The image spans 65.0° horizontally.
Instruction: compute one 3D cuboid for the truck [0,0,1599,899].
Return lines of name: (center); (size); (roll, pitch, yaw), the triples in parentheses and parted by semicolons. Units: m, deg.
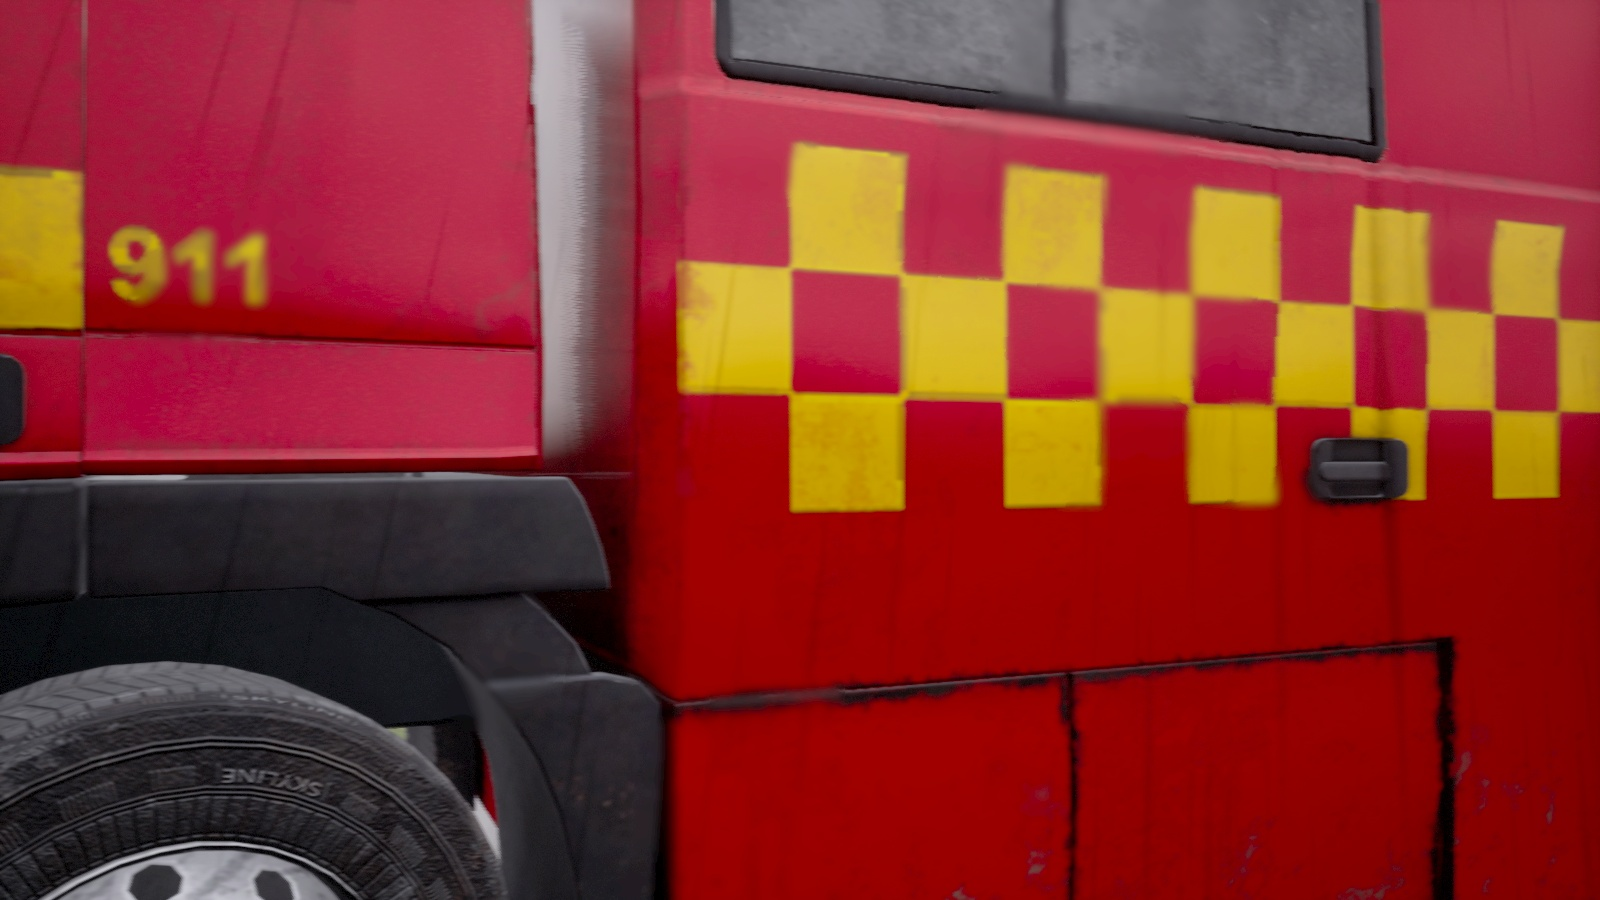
truck: (0.707, -0.404, 4.057); (8.468, 3.827, 2.891); (0, 0, -24)
